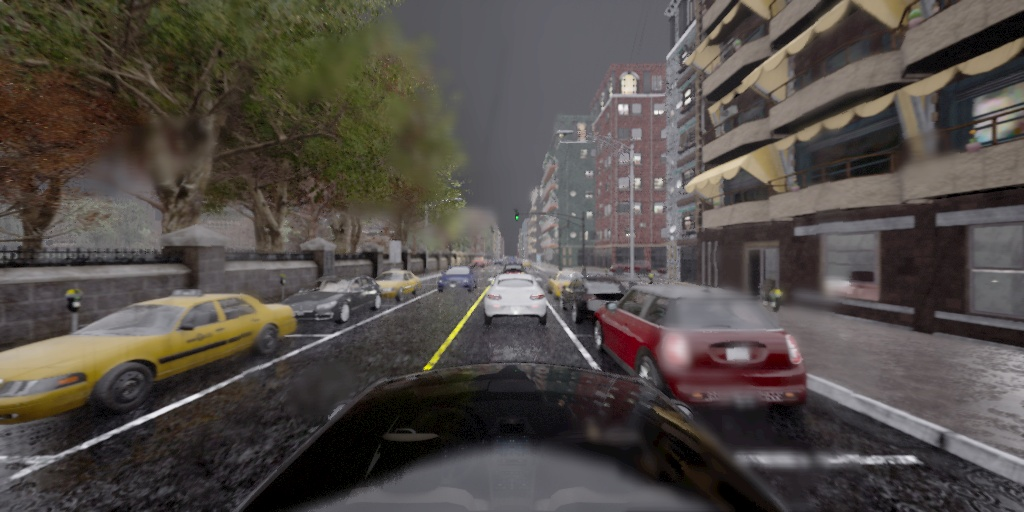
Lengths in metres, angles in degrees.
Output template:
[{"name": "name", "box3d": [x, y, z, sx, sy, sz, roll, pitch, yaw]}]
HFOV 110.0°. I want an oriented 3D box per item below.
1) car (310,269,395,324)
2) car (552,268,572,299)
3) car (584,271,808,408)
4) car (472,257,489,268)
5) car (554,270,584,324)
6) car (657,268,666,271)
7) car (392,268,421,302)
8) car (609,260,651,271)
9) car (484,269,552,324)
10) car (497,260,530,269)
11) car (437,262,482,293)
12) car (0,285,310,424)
[{"name": "car", "box3d": [-5.685, 1.308, 11.832, 2.007, 1.370, 4.403, 0, 0, 0]}, {"name": "car", "box3d": [2.697, 1.290, 17.632, 1.751, 1.417, 4.829, 0, 0, 0]}, {"name": "car", "box3d": [2.693, 1.193, 6.200, 1.967, 1.591, 4.097, 0, 0, 0]}, {"name": "car", "box3d": [-5.672, 1.137, 61.028, 2.192, 1.841, 5.009, 0, 0, 0]}, {"name": "car", "box3d": [2.695, 1.324, 11.830, 1.948, 1.339, 4.313, 0, 0, 0]}, {"name": "car", "box3d": [20.306, 1.720, 44.454, 4.507, 1.381, 1.888, 0, 0, 0]}, {"name": "car", "box3d": [-5.684, 1.289, 17.293, 1.751, 1.417, 4.829, 0, 0, 0]}, {"name": "car", "box3d": [14.611, 1.386, 44.438, 5.009, 1.841, 2.192, 0, 0, 0]}, {"name": "car", "box3d": [0.102, 1.285, 11.870, 1.812, 1.442, 4.674, 0, -1, 0]}, {"name": "car", "box3d": [0.189, 1.280, 26.411, 1.837, 1.490, 4.892, 0, 0, 2]}, {"name": "car", "box3d": [-3.057, 1.293, 20.939, 1.812, 1.442, 4.674, 0, 0, 0]}, {"name": "car", "box3d": [-5.687, 1.278, 6.032, 1.751, 1.417, 4.829, 0, 0, 0]}]
